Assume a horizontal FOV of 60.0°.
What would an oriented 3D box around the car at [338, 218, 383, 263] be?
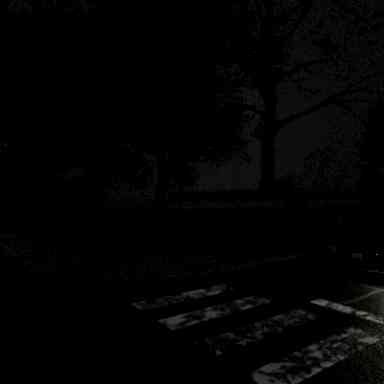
[{"bbox_3d":[6.810,1.575,11.417,4.313,1.339,1.947,0,0,-36],"label":"car"}]
